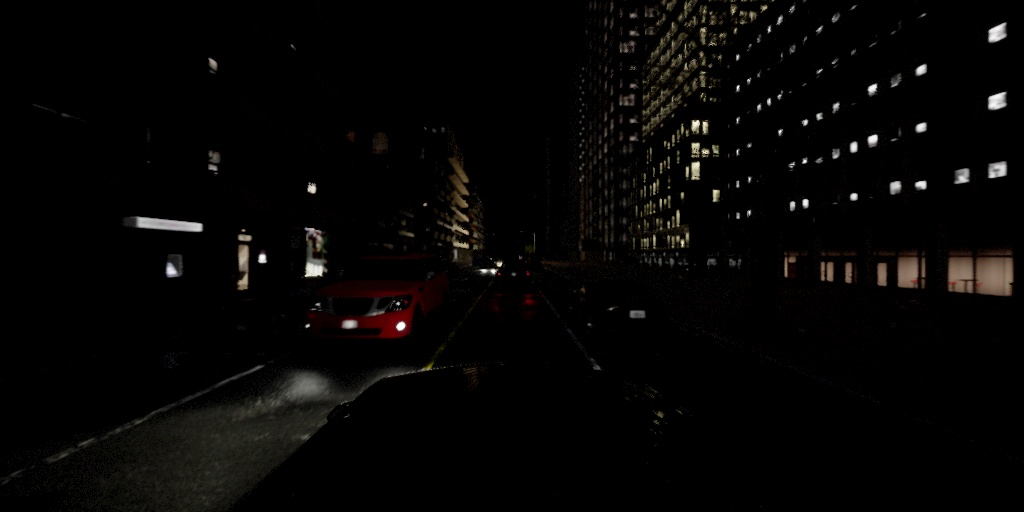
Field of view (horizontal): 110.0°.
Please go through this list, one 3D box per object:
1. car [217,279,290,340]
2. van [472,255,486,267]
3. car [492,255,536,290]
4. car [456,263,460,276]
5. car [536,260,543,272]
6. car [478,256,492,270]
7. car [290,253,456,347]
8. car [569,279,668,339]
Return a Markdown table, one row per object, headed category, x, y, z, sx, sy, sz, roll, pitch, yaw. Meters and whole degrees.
| category | x | y | z | sx | sy | sz | roll | pitch | yaw |
| --- | --- | --- | --- | --- | --- | --- | --- | --- | --- |
| car | -5.687 | 1.256 | 9.784 | 1.888 | 1.381 | 4.507 | 0 | 0 | 0 |
| van | -5.682 | 0.832 | 59.490 | 1.690 | 1.789 | 3.998 | 0 | 0 | 0 |
| car | 0.106 | 1.003 | 21.675 | 2.097 | 1.767 | 4.553 | 0 | 0 | 0 |
| car | -5.685 | 1.171 | 31.875 | 1.948 | 1.339 | 4.313 | 0 | 0 | 0 |
| car | 2.697 | 1.122 | 42.919 | 1.948 | 1.339 | 4.313 | 0 | 0 | 0 |
| car | -3.070 | 1.100 | 48.055 | 1.994 | 1.385 | 4.181 | 0 | 0 | 0 |
| car | -3.089 | 0.933 | 9.581 | 2.150 | 2.045 | 5.566 | 0 | 0 | 0 |
| car | 2.693 | 1.276 | 9.783 | 1.948 | 1.339 | 4.313 | 0 | 0 | 0 |
